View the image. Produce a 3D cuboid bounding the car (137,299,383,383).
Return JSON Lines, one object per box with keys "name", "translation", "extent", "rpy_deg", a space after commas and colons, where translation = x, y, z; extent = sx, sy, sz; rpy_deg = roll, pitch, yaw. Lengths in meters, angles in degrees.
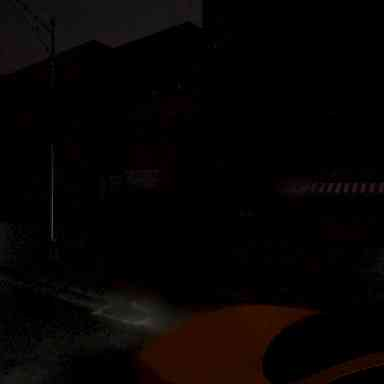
{"name": "car", "translation": [1.784, 1.478, 2.128], "extent": [5.008, 1.535, 1.882], "rpy_deg": [-1, 0, 36]}
